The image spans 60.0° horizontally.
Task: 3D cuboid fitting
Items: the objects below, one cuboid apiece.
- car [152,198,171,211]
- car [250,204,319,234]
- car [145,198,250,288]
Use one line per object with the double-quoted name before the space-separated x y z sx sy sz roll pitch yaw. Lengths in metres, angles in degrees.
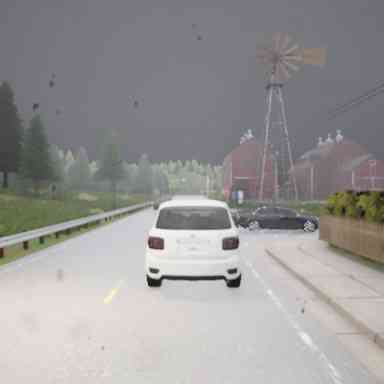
"car" -3.583 1.474 40.254 1.837 1.490 4.892 0 0 0
"car" 4.883 1.490 18.793 4.892 1.490 1.837 0 2 7
"car" 0.081 1.214 9.377 2.150 2.045 5.566 0 0 1
